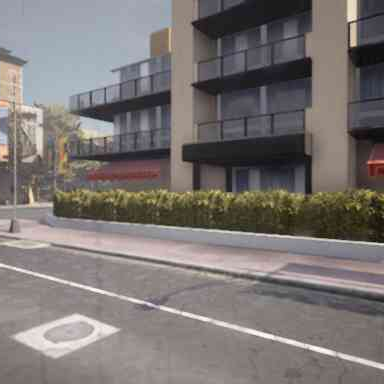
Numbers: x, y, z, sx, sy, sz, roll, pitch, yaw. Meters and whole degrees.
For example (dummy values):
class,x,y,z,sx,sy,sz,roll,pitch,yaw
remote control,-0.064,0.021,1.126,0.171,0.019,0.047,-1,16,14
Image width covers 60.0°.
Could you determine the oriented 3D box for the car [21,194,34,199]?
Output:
class,x,y,z,sx,sy,sz,roll,pitch,yaw
car,-37.269,1.274,72.408,4.892,1.521,2.231,0,0,35
